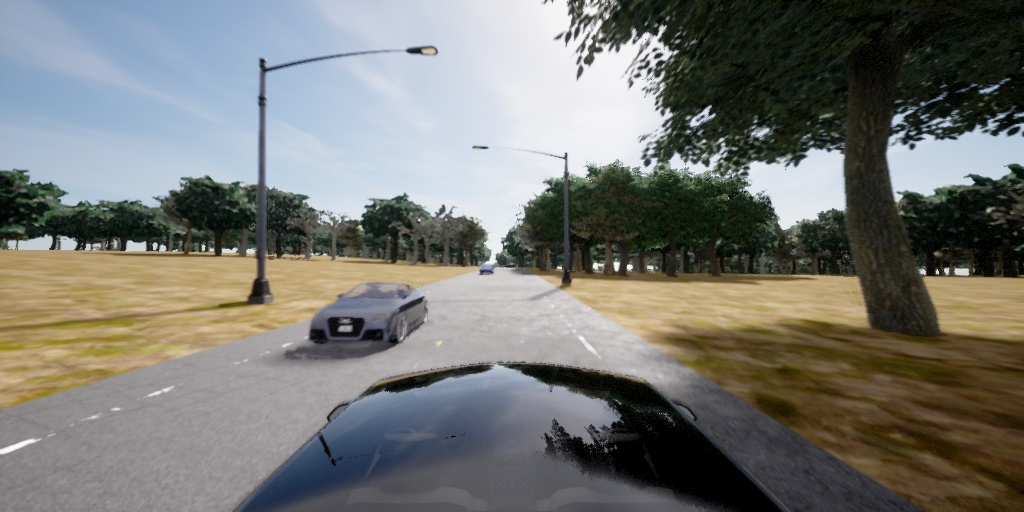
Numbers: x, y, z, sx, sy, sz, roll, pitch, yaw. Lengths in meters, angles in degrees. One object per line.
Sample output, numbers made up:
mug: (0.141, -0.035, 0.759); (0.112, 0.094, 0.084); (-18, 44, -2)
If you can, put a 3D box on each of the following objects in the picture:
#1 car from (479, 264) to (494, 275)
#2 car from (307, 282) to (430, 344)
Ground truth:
car: (-3.579, 1.860, 51.021); (1.882, 1.535, 5.008); (0, -1, 0)
car: (-3.600, 1.403, 9.752); (1.994, 1.385, 4.181); (0, -1, 0)
